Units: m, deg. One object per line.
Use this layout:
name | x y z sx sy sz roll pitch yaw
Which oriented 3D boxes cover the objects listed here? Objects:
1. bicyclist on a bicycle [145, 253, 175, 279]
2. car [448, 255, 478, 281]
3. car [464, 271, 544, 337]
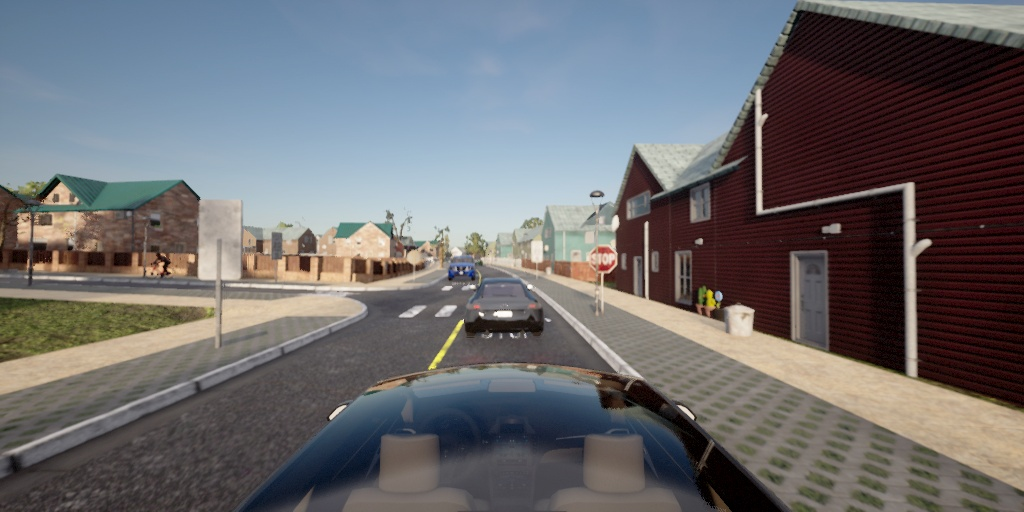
bicyclist on a bicycle | -21.818 0.631 22.270 0.582 1.620 1.656 1 0 8
car | -4.197 0.967 30.596 2.150 2.045 5.566 0 0 -5
car | -0.290 1.314 10.314 1.994 1.385 4.181 0 0 -4
